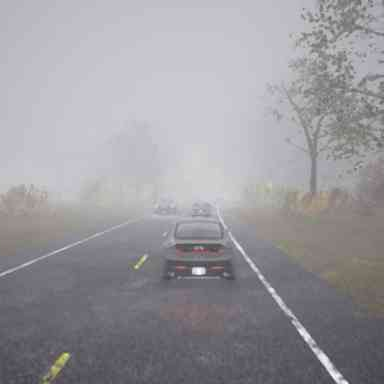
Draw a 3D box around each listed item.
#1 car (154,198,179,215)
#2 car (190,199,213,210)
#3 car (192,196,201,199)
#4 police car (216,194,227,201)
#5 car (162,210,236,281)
[{"bbox_3d":[-2.560,1.385,34.330,2.097,1.767,4.553,0,0,3],"label":"car"},{"bbox_3d":[0.821,1.568,28.541,2.033,1.411,5.357,0,0,3],"label":"car"},{"bbox_3d":[1.103,1.614,74.665,1.837,1.490,4.892,0,0,7],"label":"car"},{"bbox_3d":[7.560,1.662,88.693,1.930,1.638,5.238,0,0,8],"label":"police car"},{"bbox_3d":[0.203,1.506,9.824,1.837,1.490,4.892,0,0,1],"label":"car"}]
